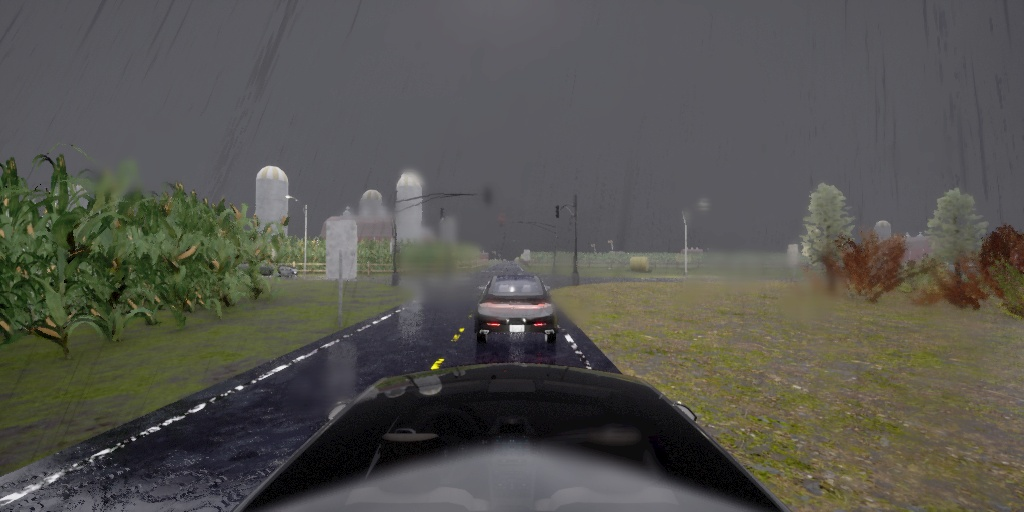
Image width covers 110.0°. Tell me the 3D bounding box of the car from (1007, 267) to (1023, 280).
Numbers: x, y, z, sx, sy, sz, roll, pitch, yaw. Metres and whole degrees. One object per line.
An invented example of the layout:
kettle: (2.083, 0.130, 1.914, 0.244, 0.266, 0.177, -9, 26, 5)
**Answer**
car: (48.674, 1.720, 33.485, 4.674, 1.442, 1.812, 1, -1, -5)

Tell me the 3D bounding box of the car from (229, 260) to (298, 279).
car: (-19.934, 1.059, 28.805, 4.902, 1.511, 2.128, 0, -1, -4)

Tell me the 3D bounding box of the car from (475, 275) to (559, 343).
car: (0.103, 1.245, 9.645, 2.128, 1.511, 4.902, 0, 0, 0)
